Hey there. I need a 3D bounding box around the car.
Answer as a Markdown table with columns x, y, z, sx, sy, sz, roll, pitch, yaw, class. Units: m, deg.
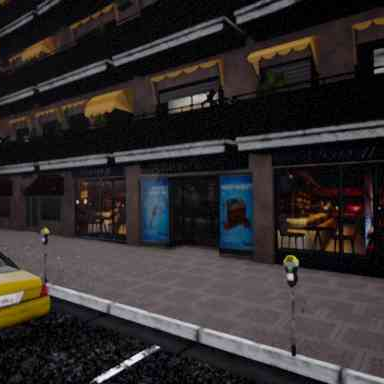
| x | y | z | sx | sy | sz | roll | pitch | yaw | class |
| --- | --- | --- | --- | --- | --- | --- | --- | --- | --- |
| -4.551 | 1.522 | 6.127 | 4.829 | 1.417 | 1.752 | 0 | -1 | 35 | car |
